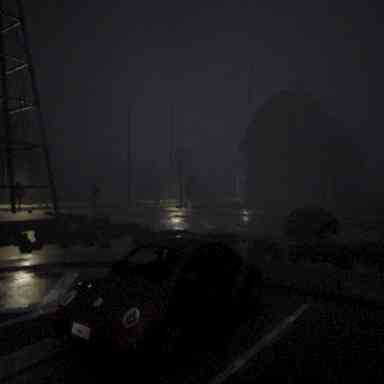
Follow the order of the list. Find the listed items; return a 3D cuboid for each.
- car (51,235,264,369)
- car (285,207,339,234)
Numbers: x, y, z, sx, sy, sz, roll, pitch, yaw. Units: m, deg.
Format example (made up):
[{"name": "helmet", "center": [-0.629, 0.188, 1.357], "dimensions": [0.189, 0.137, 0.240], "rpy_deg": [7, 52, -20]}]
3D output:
[{"name": "car", "center": [-0.283, 1.515, 5.778], "dimensions": [1.784, 1.438, 3.905], "rpy_deg": [0, 0, 36]}, {"name": "car", "center": [6.180, 1.498, 16.966], "dimensions": [1.816, 1.474, 4.193], "rpy_deg": [0, 0, 36]}]
